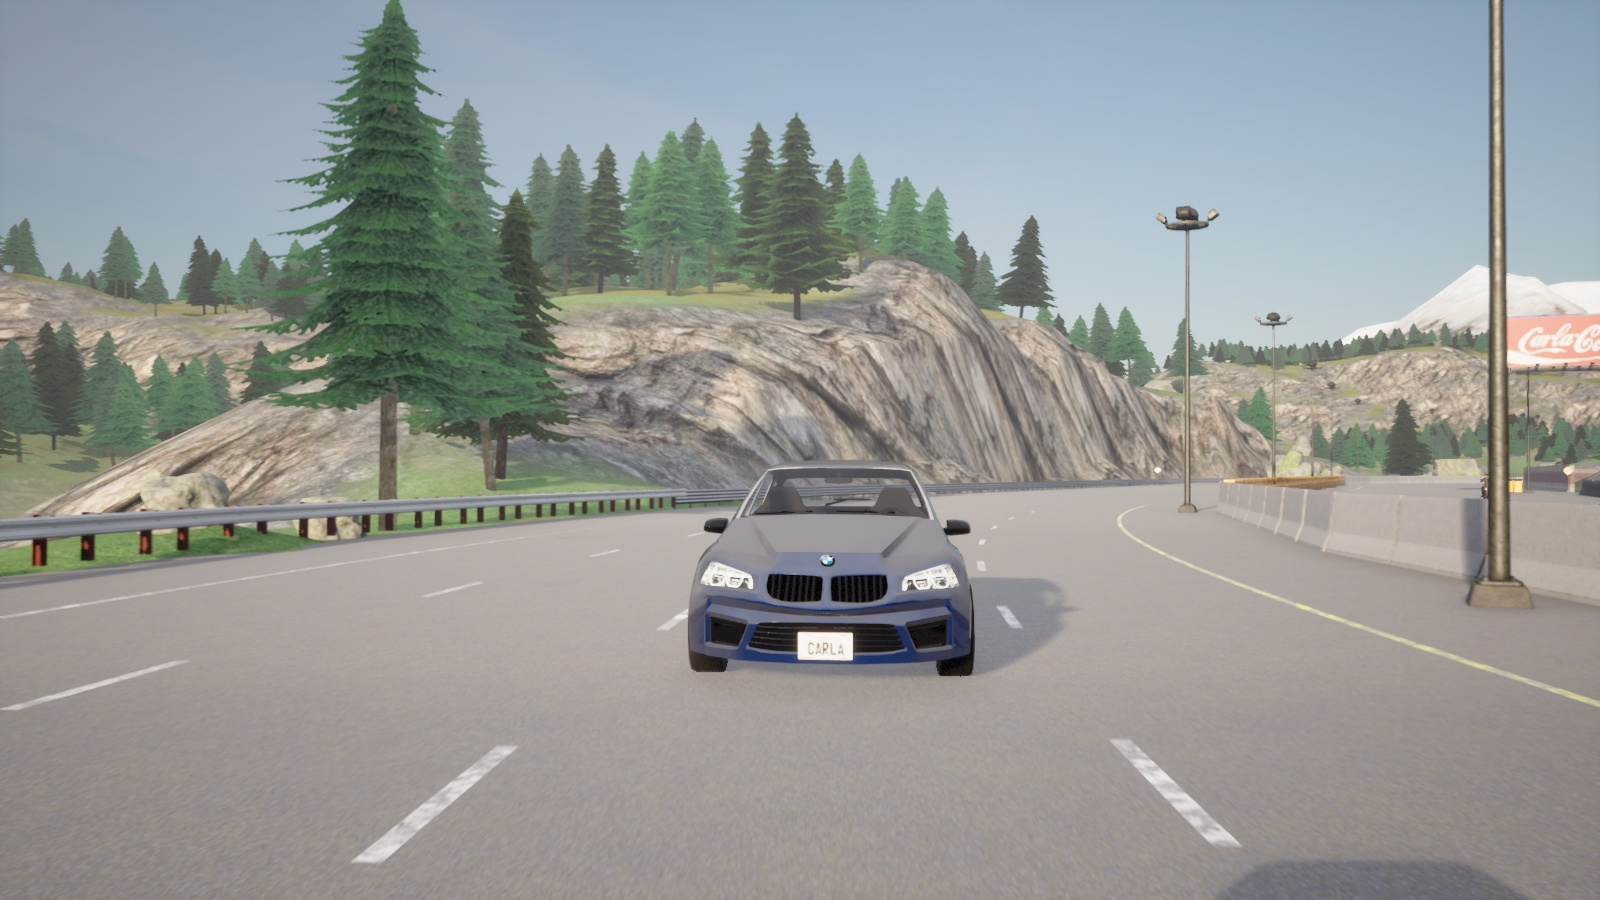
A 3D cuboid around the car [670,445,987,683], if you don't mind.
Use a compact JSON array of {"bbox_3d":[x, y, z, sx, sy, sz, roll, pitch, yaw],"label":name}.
[{"bbox_3d":[0.356,0.845,11.183,2.242,1.667,4.611,0,-1,4],"label":"car"}]
